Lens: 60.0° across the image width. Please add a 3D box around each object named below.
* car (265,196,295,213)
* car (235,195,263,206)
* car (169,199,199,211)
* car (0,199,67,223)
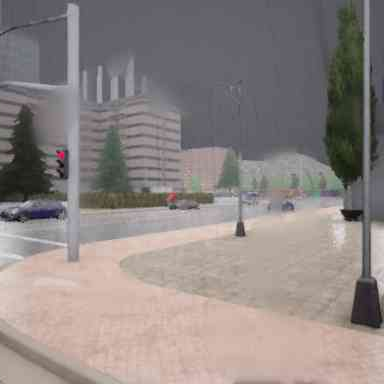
[{"bbox_3d":[10.022,1.527,37.412,1.812,1.442,4.674,0,0,36],"label":"car"},{"bbox_3d":[9.389,1.611,54.534,1.895,1.301,4.718,0,0,36],"label":"car"},{"bbox_3d":[-0.955,1.567,40.509,1.994,1.385,4.181,0,0,36],"label":"car"},{"bbox_3d":[-11.994,1.356,25.382,2.097,1.767,4.553,0,0,36],"label":"car"}]
